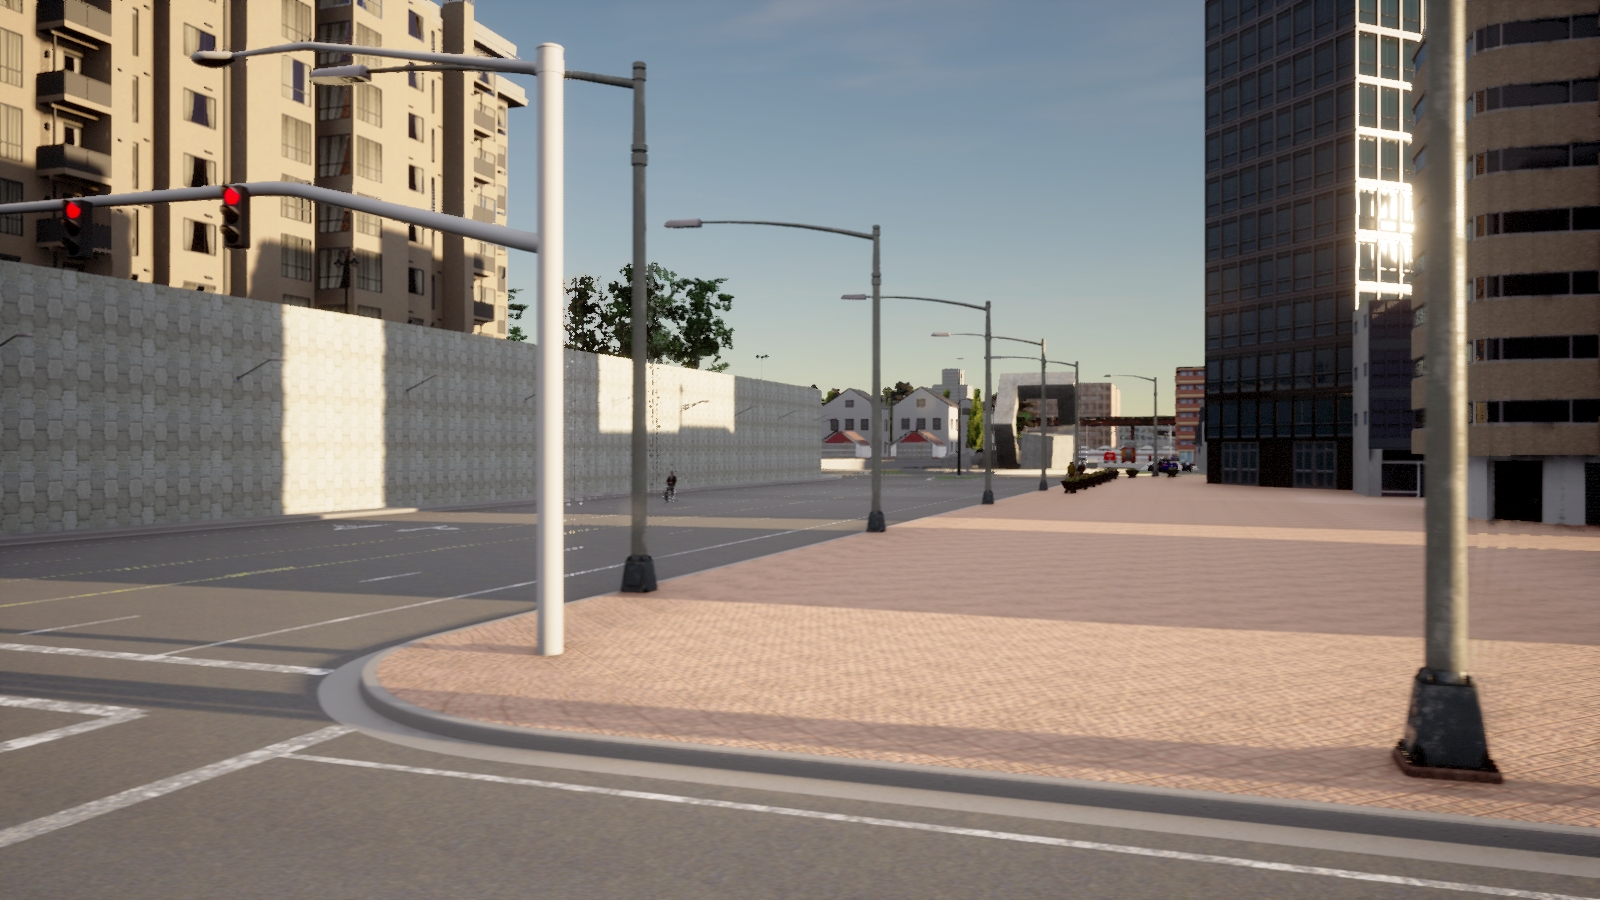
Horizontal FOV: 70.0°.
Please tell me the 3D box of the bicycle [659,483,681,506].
[{"bbox_3d":[-6.590,2.235,57.881,0.329,1.126,1.835,0,0,19],"label":"bicycle"}]
